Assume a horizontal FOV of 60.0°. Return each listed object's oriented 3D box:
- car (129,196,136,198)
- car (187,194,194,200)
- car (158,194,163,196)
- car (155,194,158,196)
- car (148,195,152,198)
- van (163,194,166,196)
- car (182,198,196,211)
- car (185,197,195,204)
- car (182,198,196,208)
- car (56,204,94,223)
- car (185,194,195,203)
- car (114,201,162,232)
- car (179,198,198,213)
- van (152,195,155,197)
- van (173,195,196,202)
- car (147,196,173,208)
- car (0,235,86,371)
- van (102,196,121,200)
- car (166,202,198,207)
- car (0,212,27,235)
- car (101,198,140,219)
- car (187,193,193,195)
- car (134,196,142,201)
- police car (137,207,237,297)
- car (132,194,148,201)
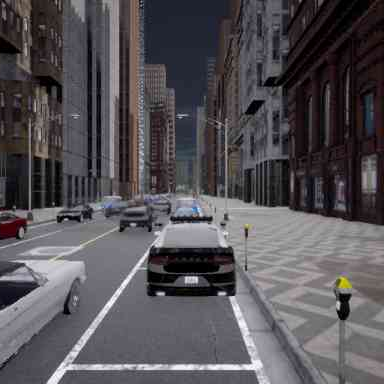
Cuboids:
[{"bbox_3d":[-8.910,1.582,42.633,1.947,1.339,4.313,0,0,0],"label":"car"},{"bbox_3d":[-0.386,1.484,93.370,1.967,1.590,4.097,0,0,0],"label":"car"},{"bbox_3d":[-8.911,1.478,82.090,1.967,1.590,4.097,0,0,0],"label":"car"},{"bbox_3d":[-8.911,1.471,70.817,1.967,1.590,4.097,0,0,0],"label":"car"},{"bbox_3d":[-8.910,1.570,59.543,1.887,1.381,4.507,0,0,0],"label":"car"},{"bbox_3d":[-8.911,1.385,93.363,1.690,1.788,3.998,0,0,0],"label":"van"},{"bbox_3d":[-0.385,1.541,42.814,1.752,1.417,4.829,0,0,0],"label":"car"},{"bbox_3d":[-0.385,1.594,65.189,1.947,1.339,4.313,0,0,0],"label":"car"},{"bbox_3d":[-0.385,1.570,48.280,2.008,1.369,4.403,0,0,0],"label":"car"},{"bbox_3d":[-8.910,1.573,25.722,1.947,1.339,4.313,0,0,0],"label":"car"},{"bbox_3d":[-0.386,1.346,70.826,2.192,1.841,5.009,0,0,0],"label":"car"},{"bbox_3d":[-3.146,1.509,20.270,1.837,1.490,4.892,0,0,0],"label":"car"},{"bbox_3d":[-0.386,1.453,37.008,1.967,1.590,4.097,0,0,0],"label":"car"},{"bbox_3d":[-8.911,1.369,65.180,1.690,1.788,3.998,0,0,0],"label":"van"},{"bbox_3d":[-0.386,1.348,25.735,1.690,1.788,3.998,0,0,0],"label":"van"},{"bbox_3d":[-3.048,1.503,34.326,2.128,1.511,4.902,0,0,0],"label":"car"},{"bbox_3d":[-3.047,1.601,4.585,1.895,1.301,4.718,0,0,0],"label":"car"},{"bbox_3d":[-8.911,1.354,36.996,1.690,1.788,3.998,0,0,0],"label":"van"},{"bbox_3d":[-0.385,1.530,20.269,1.752,1.417,4.829,0,0,0],"label":"car"},{"bbox_3d":[-8.910,1.547,14.449,1.887,1.381,4.507,0,0,0],"label":"car"},{"bbox_3d":[-6.244,1.556,29.374,2.033,1.411,5.357,0,0,0],"label":"car"},{"bbox_3d":[-0.386,1.465,59.552,1.967,1.590,4.097,0,0,0],"label":"car"},{"bbox_3d":[-8.910,1.585,48.269,1.947,1.339,4.313,0,0,0],"label":"car"},{"bbox_3d":[-0.012,1.426,8.760,1.930,1.638,5.238,0,0,0],"label":"police car"},{"bbox_3d":[-8.911,1.337,53.906,2.192,1.841,5.009,0,0,0],"label":"car"}]
